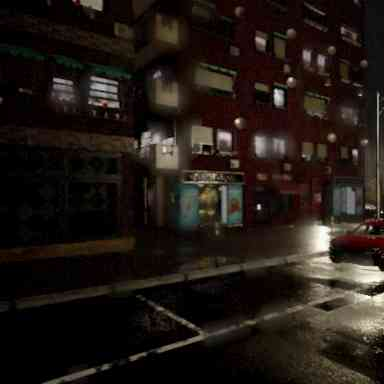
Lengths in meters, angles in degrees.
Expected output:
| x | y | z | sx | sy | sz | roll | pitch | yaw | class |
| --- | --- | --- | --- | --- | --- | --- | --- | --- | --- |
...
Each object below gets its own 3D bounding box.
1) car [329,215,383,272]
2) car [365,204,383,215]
| x | y | z | sx | sy | sz | roll | pitch | yaw | class |
| --- | --- | --- | --- | --- | --- | --- | --- | --- | --- |
| 6.390 | 1.657 | 11.129 | 4.507 | 1.381 | 1.887 | 1 | -1 | -35 | car |
| 17.679 | 1.987 | 33.765 | 2.128 | 1.511 | 4.902 | 0 | 0 | -33 | car |
